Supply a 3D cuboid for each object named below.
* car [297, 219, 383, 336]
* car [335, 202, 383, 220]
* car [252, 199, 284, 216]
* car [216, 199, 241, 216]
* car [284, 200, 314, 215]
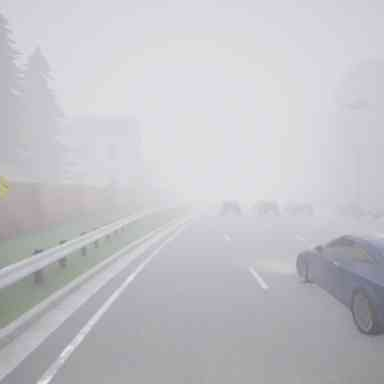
[{"bbox_3d":[3.576,1.523,6.526,1.812,1.442,4.674,0,0,0],"label":"car"},{"bbox_3d":[13.966,1.528,27.927,2.033,1.411,5.357,0,0,0],"label":"car"},{"bbox_3d":[6.946,1.430,31.604,1.837,1.490,4.892,0,0,0],"label":"car"},{"bbox_3d":[3.449,1.411,31.201,1.837,1.490,4.892,0,0,0],"label":"car"},{"bbox_3d":[10.438,1.468,32.809,1.812,1.442,4.674,0,0,0],"label":"car"}]
